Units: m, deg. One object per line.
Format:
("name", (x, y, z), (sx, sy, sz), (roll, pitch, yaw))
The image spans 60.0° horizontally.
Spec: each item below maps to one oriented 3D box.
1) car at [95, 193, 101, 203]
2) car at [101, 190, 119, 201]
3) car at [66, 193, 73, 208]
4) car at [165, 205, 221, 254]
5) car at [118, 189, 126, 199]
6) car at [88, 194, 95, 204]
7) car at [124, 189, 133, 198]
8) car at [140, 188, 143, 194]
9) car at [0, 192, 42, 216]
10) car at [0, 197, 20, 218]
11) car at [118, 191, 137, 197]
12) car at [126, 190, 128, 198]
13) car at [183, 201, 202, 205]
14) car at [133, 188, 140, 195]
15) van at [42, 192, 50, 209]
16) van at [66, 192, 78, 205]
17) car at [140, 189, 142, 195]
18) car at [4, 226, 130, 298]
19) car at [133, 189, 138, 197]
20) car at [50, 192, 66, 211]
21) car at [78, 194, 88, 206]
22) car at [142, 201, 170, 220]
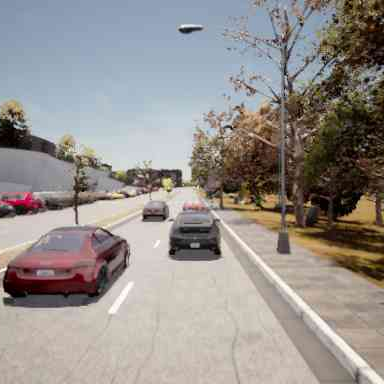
("car", (-16.808, 1.098, 50.744), (4.792, 1.488, 2.163), (-1, 1, -20))
("car", (-16.797, 0.939, 62.749), (4.792, 1.488, 2.163), (-1, 1, -20))
("car", (-16.839, 1.227, 38.779), (4.892, 1.521, 2.231), (-1, 1, -20))
("car", (0.104, 1.493, 13.364), (1.837, 1.490, 4.892), (0, 0, 0))
("car", (-16.989, 0.828, 68.672), (5.366, 1.575, 1.946), (-1, 1, -20))
("car", (-16.832, 1.148, 47.726), (4.674, 1.452, 2.002), (-1, 1, -20))
("car", (-16.789, 0.485, 74.759), (5.566, 2.045, 2.435), (-1, 1, -20))
("car", (-16.826, 0.210, 92.751), (4.553, 1.767, 2.185), (-1, 1, -20))
("car", (-16.883, 1.093, 29.812), (5.566, 2.045, 2.435), (-1, 1, -20))
("car", (-16.852, 1.417, 26.844), (4.674, 1.452, 2.002), (-1, 1, -20))
("car", (-16.825, 0.517, 86.743), (4.792, 1.488, 2.163), (-1, 2, -20))
("car", (-16.818, 0.822, 71.745), (4.674, 1.452, 2.002), (-1, 1, -20))
("car", (0.110, 1.438, 30.675), (1.895, 1.301, 4.718), (0, 1, 0))
("car", (-16.831, 0.306, 83.738), (5.566, 2.045, 2.435), (-1, 1, -20))
("van", (-16.745, 1.077, 32.855), (4.442, 1.987, 1.878), (-1, 1, -20))
("van", (-16.954, 0.963, 41.716), (4.442, 1.987, 1.878), (-1, 1, -20))
("car", (-16.799, 0.457, 89.767), (4.674, 1.452, 2.002), (-1, 1, -20))
("car", (-2.898, 1.566, 8.589), (1.994, 1.385, 4.181), (0, 0, 0))
("car", (-16.633, 0.614, 80.816), (5.366, 1.575, 1.946), (-1, 1, -20))
("car", (-16.826, 1.014, 35.808), (5.566, 2.045, 2.435), (-1, 1, -20))
("car", (-16.812, 1.021, 44.752), (4.553, 1.767, 2.185), (-1, 1, -20))
("car", (-2.891, 1.425, 27.183), (2.033, 1.411, 5.357), (0, 1, 0))
